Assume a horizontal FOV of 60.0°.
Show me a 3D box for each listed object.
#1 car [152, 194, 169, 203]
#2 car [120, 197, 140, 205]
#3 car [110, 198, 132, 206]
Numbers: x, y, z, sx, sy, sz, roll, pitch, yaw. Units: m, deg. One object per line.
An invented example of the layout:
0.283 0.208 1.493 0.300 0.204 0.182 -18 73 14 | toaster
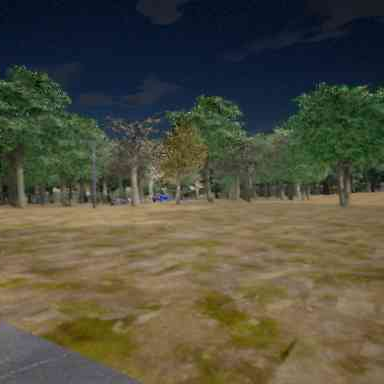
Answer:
-7.255 1.398 77.069 2.150 2.045 5.566 -3 -1 21 | car
-13.169 1.914 70.980 1.812 1.442 4.674 -3 -1 27 | car
-13.663 1.899 63.303 1.994 1.385 4.181 -3 -1 28 | car
